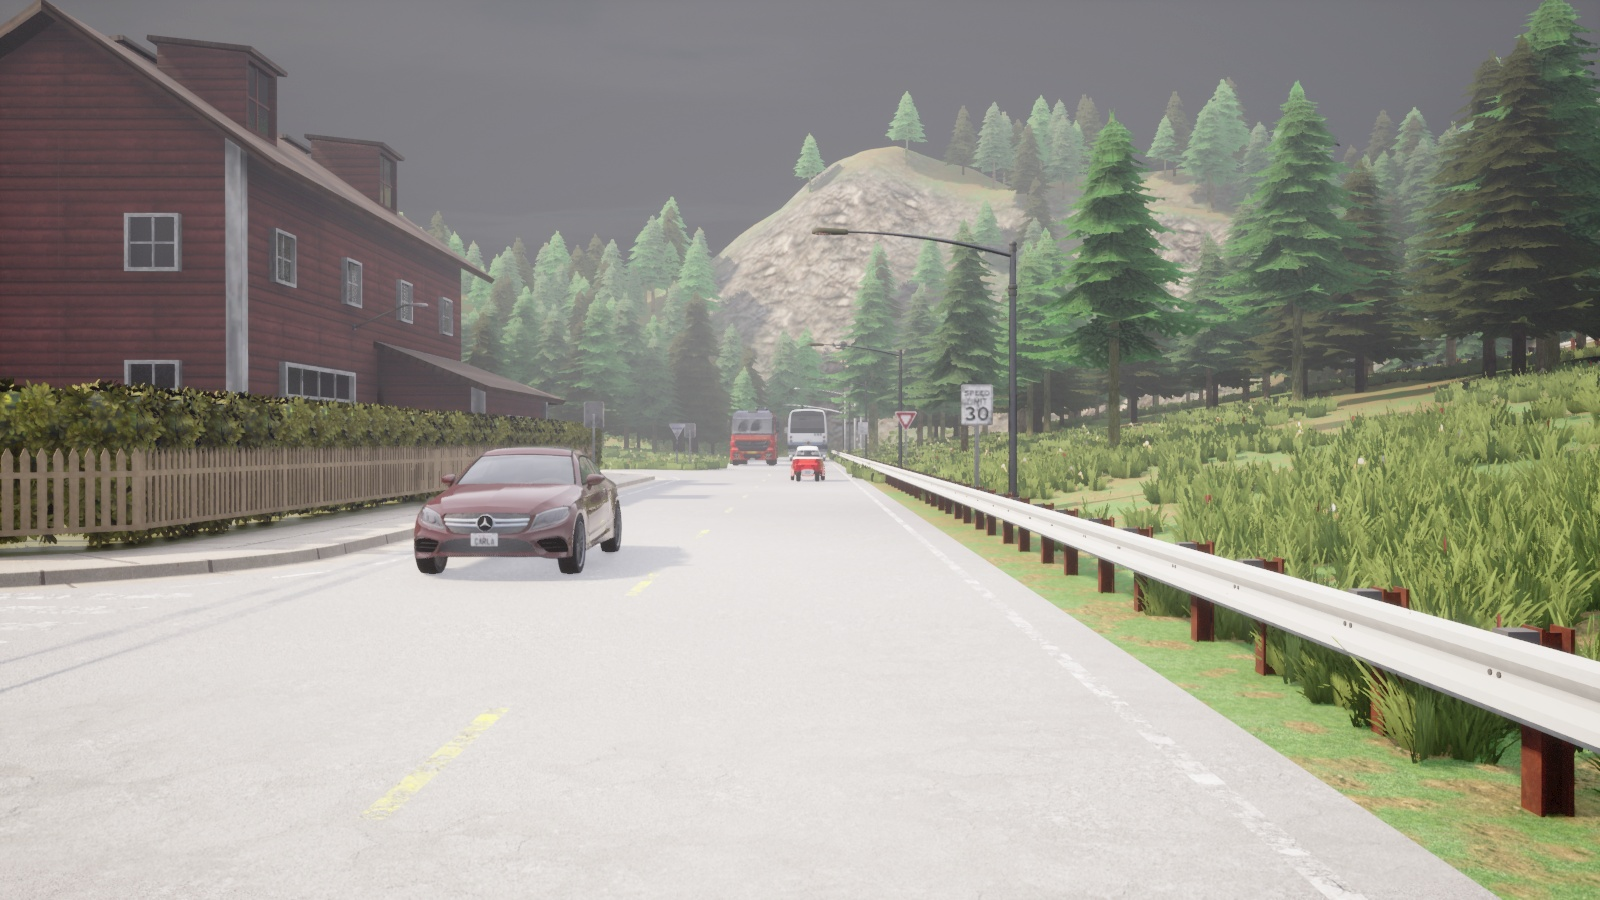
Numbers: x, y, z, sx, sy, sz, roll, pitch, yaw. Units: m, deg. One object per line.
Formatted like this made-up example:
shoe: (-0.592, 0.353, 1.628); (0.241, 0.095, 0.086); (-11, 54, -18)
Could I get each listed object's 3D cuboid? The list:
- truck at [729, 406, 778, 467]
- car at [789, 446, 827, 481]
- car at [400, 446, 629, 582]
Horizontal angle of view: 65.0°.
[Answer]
truck: (-2.991, -0.893, 83.636); (2.891, 3.827, 8.468); (0, 0, 0)
car: (0.307, 0.523, 49.607); (1.481, 1.376, 2.207); (0, 0, 0)
car: (-3.391, 0.680, 15.865); (1.812, 1.442, 4.674); (0, 1, 0)
